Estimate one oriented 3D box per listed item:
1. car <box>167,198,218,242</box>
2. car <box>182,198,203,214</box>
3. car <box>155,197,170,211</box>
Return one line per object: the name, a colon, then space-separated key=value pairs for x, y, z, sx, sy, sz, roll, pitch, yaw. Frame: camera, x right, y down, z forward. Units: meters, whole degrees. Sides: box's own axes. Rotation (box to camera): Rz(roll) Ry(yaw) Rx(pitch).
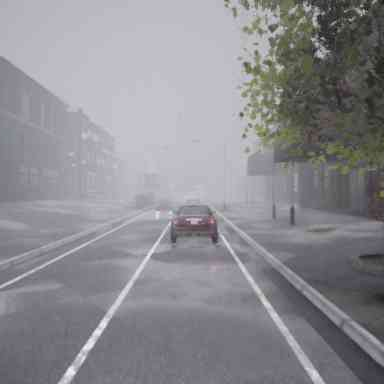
car: x=0.091 y=1.314 z=16.399 sx=2.097 sy=1.767 sz=4.553 roll=0 pitch=0 yaw=0
car: x=0.082 y=1.436 z=35.004 sx=2.033 sy=1.411 sz=5.357 roll=0 pitch=0 yaw=0
car: x=-3.112 y=1.385 z=38.571 sx=1.837 sy=1.490 sz=4.892 roll=0 pitch=0 yaw=0
